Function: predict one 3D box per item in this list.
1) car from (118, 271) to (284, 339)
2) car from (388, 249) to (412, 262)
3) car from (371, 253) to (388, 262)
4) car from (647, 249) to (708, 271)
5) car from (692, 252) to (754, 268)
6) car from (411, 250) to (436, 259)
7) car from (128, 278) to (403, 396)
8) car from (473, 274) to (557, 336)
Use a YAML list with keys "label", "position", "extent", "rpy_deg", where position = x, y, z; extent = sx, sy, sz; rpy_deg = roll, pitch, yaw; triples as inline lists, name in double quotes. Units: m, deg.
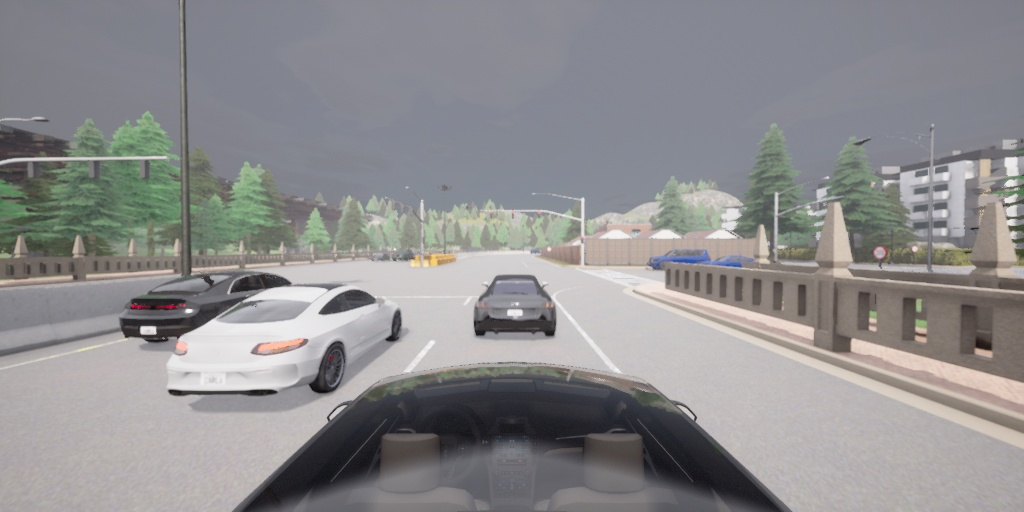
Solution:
- label: "car"
  position: [-6.930, 1.131, 9.265]
  extent: [1.837, 1.490, 4.892]
  rpy_deg: [0, 1, 0]
- label: "car"
  position: [-17.609, -0.097, 58.016]
  extent: [2.150, 2.045, 5.566]
  rpy_deg: [0, 1, 0]
- label: "car"
  position: [-21.100, 0.211, 57.705]
  extent: [1.812, 1.442, 4.674]
  rpy_deg: [0, 1, 0]
- label: "car"
  position: [15.768, 0.372, 33.875]
  extent: [5.566, 2.045, 2.150]
  rpy_deg: [0, 1, 2]
- label: "car"
  position: [18.429, 0.700, 30.287]
  extent: [5.008, 1.535, 1.882]
  rpy_deg: [0, 1, 2]
- label: "car"
  position: [-14.114, 0.166, 57.569]
  extent: [1.882, 1.535, 5.008]
  rpy_deg: [0, 1, 0]
- label: "car"
  position: [-3.439, 1.205, 6.428]
  extent: [1.812, 1.442, 4.674]
  rpy_deg: [0, 1, 0]
- label: "car"
  position: [0.089, 1.183, 9.898]
  extent: [1.994, 1.385, 4.181]
  rpy_deg: [0, 1, 1]
